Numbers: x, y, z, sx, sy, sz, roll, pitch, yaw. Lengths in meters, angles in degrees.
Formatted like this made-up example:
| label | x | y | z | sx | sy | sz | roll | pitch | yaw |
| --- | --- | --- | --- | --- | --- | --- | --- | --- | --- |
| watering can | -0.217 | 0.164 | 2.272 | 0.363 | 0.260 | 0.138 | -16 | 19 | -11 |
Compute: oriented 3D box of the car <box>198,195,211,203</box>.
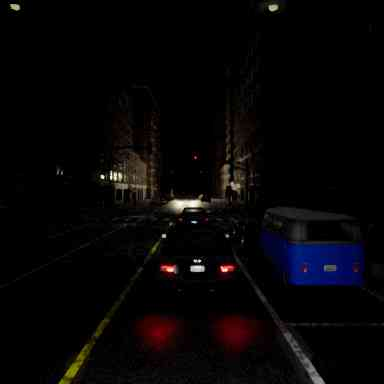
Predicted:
| label | x | y | z | sx | sy | sz | roll | pitch | yaw |
| --- | --- | --- | --- | --- | --- | --- | --- | --- | --- |
| car | 2.877 | 1.404 | 68.763 | 1.967 | 1.590 | 4.097 | 0 | 0 | 0 |

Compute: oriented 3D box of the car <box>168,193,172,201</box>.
| label | x | y | z | sx | sy | sz | roll | pitch | yaw |
| --- | --- | --- | --- | --- | --- | --- | --- | --- | --- |
| car | -5.647 | 1.508 | 68.730 | 1.887 | 1.381 | 4.507 | 0 | 0 | 0 |

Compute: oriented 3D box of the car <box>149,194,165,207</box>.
| label | x | y | z | sx | sy | sz | roll | pitch | yaw |
| --- | --- | --- | --- | --- | --- | --- | --- | --- | --- |
| car | -5.653 | 1.493 | 52.207 | 1.752 | 1.417 | 4.829 | 0 | 0 | 0 |

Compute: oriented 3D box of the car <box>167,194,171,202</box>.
| label | x | y | z | sx | sy | sz | roll | pitch | yaw |
| --- | --- | --- | --- | --- | --- | --- | --- | --- | --- |
| car | -5.649 | 1.509 | 63.279 | 1.887 | 1.381 | 4.507 | 0 | 0 | 0 |

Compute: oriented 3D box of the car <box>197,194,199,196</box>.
| label | x | y | z | sx | sy | sz | roll | pitch | yaw |
| --- | --- | --- | --- | --- | --- | --- | --- | --- | --- |
| car | 2.881 | 1.516 | 79.660 | 2.008 | 1.369 | 4.403 | 0 | 0 | 0 |

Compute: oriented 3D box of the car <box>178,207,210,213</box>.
| label | x | y | z | sx | sy | sz | roll | pitch | yaw |
| --- | --- | --- | --- | --- | --- | --- | --- | --- | --- |
| car | 0.107 | 1.557 | 19.317 | 1.994 | 1.385 | 4.181 | 0 | 0 | 0 |

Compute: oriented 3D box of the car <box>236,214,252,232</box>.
| label | x | y | z | sx | sy | sz | roll | pitch | yaw |
| --- | --- | --- | --- | --- | --- | --- | --- | --- | --- |
| car | 2.860 | 1.562 | 14.386 | 1.947 | 1.339 | 4.313 | 0 | 0 | 0 |

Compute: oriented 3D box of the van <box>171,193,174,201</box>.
| label | x | y | z | sx | sy | sz | roll | pitch | yaw |
| --- | --- | --- | --- | --- | --- | --- | --- | --- | --- |
| van | -5.646 | 1.305 | 74.180 | 1.690 | 1.788 | 3.998 | 0 | 0 | 0 |

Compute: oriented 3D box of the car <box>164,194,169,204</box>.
| label | x | y | z | sx | sy | sz | roll | pitch | yaw |
| --- | --- | --- | --- | --- | --- | --- | --- | --- | --- |
| car | -5.651 | 1.516 | 57.828 | 2.008 | 1.369 | 4.403 | 0 | 0 | 0 |

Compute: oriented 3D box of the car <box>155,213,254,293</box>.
| label | x | y | z | sx | sy | sz | roll | pitch | yaw |
| --- | --- | --- | --- | --- | --- | --- | --- | --- | --- |
| car | 0.104 | 1.546 | 8.997 | 2.033 | 1.411 | 5.357 | 0 | 0 | 0 |

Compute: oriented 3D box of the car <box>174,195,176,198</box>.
| label | x | y | z | sx | sy | sz | roll | pitch | yaw |
| --- | --- | --- | --- | --- | --- | --- | --- | --- | --- |
| car | -5.644 | 1.516 | 79.631 | 2.008 | 1.369 | 4.403 | 0 | 0 | 0 |

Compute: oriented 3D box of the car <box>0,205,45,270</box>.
| label | x | y | z | sx | sy | sz | roll | pitch | yaw |
| --- | --- | --- | --- | --- | --- | --- | --- | --- | --- |
| car | -5.667 | 1.313 | 8.688 | 2.192 | 1.841 | 5.009 | 0 | 0 | 0 |

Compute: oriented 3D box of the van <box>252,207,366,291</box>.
| label | x | y | z | sx | sy | sz | roll | pitch | yaw |
| --- | --- | --- | --- | --- | --- | --- | --- | --- | --- |
| van | 2.858 | 1.339 | 8.726 | 1.690 | 1.788 | 3.998 | 0 | 0 | 0 |
